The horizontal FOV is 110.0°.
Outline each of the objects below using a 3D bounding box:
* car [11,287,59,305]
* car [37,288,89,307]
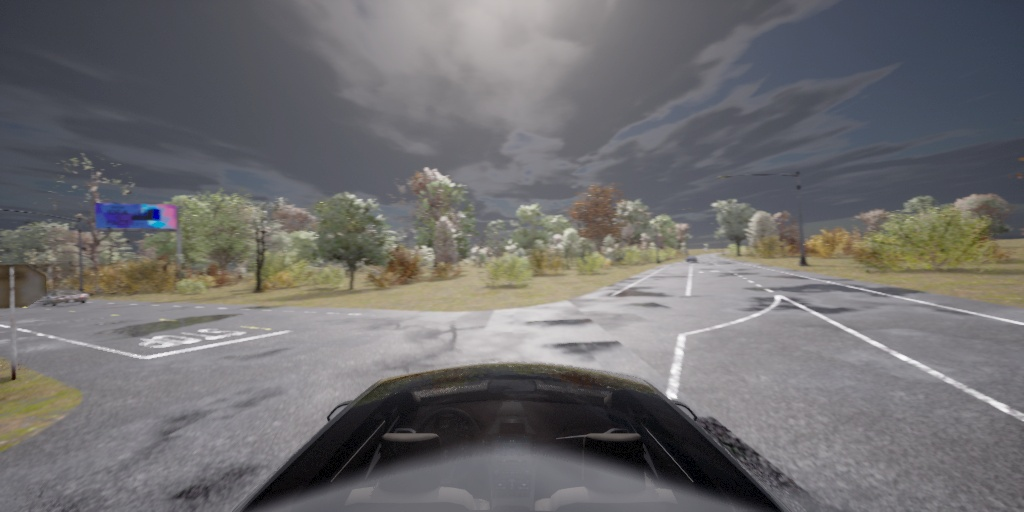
[{"bbox_3d":[-47.213,3.905,35.486,4.902,1.511,2.128,-3,-1,28],"label":"car"},{"bbox_3d":[-38.359,3.541,30.697,4.718,1.301,1.895,-3,-1,29],"label":"car"}]
